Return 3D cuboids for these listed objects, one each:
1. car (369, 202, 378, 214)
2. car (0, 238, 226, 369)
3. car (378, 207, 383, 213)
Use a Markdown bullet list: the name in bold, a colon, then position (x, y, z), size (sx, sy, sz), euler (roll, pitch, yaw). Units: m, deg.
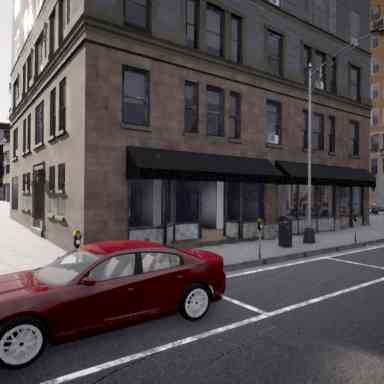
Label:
- **car**: position (14.200, 1.363, 30.842), size (1.812, 1.442, 4.674), euler (1, 0, -33)
- **car**: position (-1.449, 1.545, 5.717), size (4.507, 1.381, 1.887), euler (0, 1, -35)
- **car**: position (16.458, 1.370, 33.270), size (1.837, 1.490, 4.892), euler (1, 0, -35)
